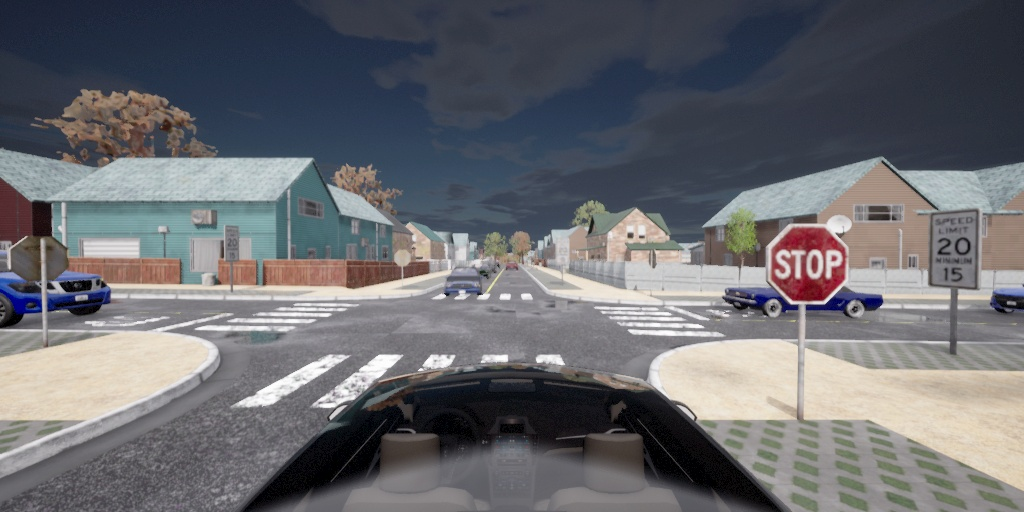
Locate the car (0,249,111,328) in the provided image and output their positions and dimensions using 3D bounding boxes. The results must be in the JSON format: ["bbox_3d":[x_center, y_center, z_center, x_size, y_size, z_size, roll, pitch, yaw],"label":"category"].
[{"bbox_3d":[-15.119,0.818,10.282,5.566,2.045,2.150,1,1,0],"label":"car"}]

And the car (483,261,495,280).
[{"bbox_3d":[-2.854,1.400,32.220,1.895,1.301,4.718,0,0,0],"label":"car"}]

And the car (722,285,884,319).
[{"bbox_3d":[10.487,1.493,13.221,4.718,1.301,1.895,1,1,-1],"label":"car"}]

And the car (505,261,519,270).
[{"bbox_3d":[-0.009,1.461,55.155,1.812,1.442,4.674,0,0,0],"label":"car"}]

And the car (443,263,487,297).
[{"bbox_3d":[-2.532,1.309,19.381,2.033,1.411,5.357,0,0,-5],"label":"car"}]

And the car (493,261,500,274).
[{"bbox_3d":[-2.847,1.363,44.362,1.837,1.490,4.892,0,0,0],"label":"car"}]

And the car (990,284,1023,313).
[{"bbox_3d":[20.991,1.515,13.262,5.008,1.535,1.882,1,1,0],"label":"car"}]
